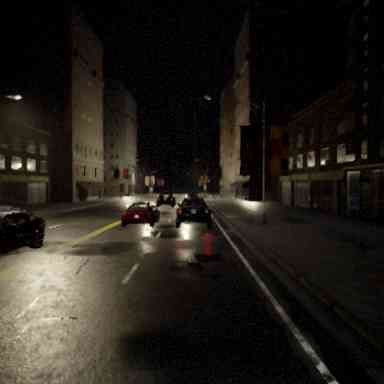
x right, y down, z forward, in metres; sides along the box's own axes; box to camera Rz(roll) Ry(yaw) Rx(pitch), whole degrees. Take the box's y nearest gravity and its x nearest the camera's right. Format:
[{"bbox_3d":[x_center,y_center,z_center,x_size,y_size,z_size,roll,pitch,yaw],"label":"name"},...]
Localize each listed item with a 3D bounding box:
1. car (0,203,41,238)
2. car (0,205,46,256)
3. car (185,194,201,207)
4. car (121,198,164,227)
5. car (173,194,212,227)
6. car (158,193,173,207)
[{"bbox_3d":[-9.739,1.379,17.179,1.994,1.385,4.181,0,1,0],"label":"car"},{"bbox_3d":[-6.550,1.376,10.878,2.128,1.511,4.902,0,1,1],"label":"car"},{"bbox_3d":[0.124,1.018,42.679,1.837,1.490,4.892,0,1,0],"label":"car"},{"bbox_3d":[-3.150,1.336,21.001,1.994,1.385,4.181,0,1,0],"label":"car"},{"bbox_3d":[0.103,1.123,21.019,2.097,1.767,4.553,0,1,0],"label":"car"},{"bbox_3d":[-3.129,0.882,41.211,2.097,1.767,4.553,0,1,0],"label":"car"}]
